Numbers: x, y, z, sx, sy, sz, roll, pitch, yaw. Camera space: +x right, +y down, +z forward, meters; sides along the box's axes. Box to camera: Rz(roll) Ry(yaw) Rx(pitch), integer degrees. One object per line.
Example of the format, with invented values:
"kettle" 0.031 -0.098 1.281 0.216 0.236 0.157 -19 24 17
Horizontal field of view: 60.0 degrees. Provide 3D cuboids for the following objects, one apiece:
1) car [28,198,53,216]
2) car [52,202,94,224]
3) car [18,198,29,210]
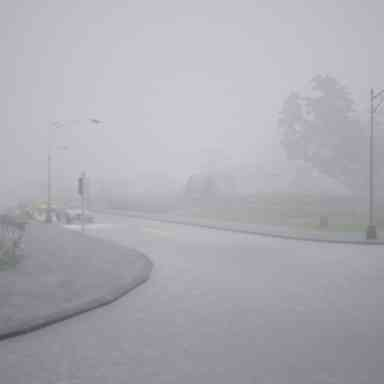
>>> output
"car" -14.995 1.554 34.061 1.882 1.535 5.008 1 0 -35
"car" -9.200 1.602 25.937 1.812 1.442 4.674 1 0 -35
"car" -20.937 1.568 42.450 2.128 1.511 4.902 1 0 -35
